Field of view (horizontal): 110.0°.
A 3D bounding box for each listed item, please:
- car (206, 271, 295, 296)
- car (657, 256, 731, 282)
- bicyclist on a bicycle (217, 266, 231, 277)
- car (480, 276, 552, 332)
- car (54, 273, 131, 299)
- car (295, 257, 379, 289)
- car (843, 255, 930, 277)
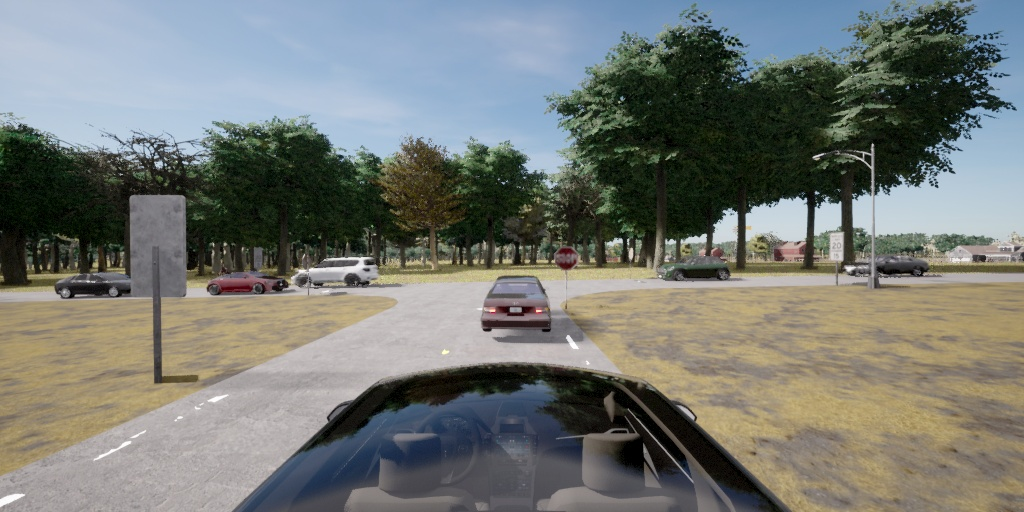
[{"bbox_3d":[-16.313,1.631,22.230,4.181,1.385,1.994,-1,1,0],"label":"car"},{"bbox_3d":[12.586,0.811,25.076,4.553,1.767,2.097,-1,1,-1],"label":"car"},{"bbox_3d":[-22.625,1.603,28.221,0.582,1.620,1.656,-1,0,0],"label":"bicyclist on a bicycle"},{"bbox_3d":[0.172,1.295,10.829,2.033,1.411,5.357,0,0,2],"label":"car"},{"bbox_3d":[-25.217,1.775,22.254,4.892,1.490,1.837,-1,1,0],"label":"car"},{"bbox_3d":[-12.303,1.160,25.180,5.566,2.045,2.150,-1,1,0],"label":"car"},{"bbox_3d":[26.091,0.711,25.113,4.902,1.511,2.128,-1,1,0],"label":"car"}]
